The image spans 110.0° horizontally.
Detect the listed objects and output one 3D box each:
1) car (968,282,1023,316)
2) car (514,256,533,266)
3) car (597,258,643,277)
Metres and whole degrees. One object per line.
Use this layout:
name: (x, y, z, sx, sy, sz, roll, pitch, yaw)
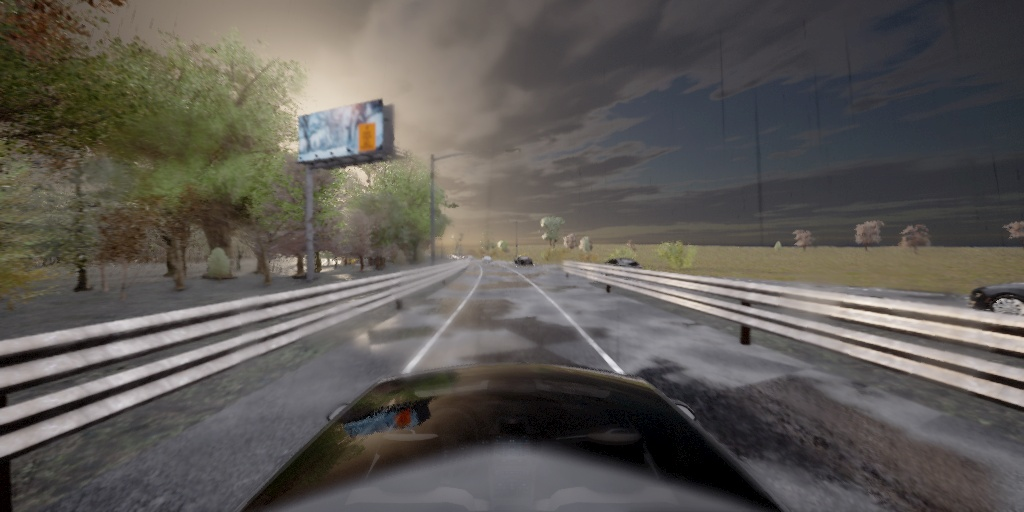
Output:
car: (14.425, 1.007, 8.313, 1.837, 1.490, 4.892, -1, 0, -15)
car: (1.710, 0.759, 55.646, 1.882, 1.535, 5.008, -1, 0, -15)
car: (8.728, 0.915, 29.521, 1.837, 1.490, 4.892, -1, 0, -15)
